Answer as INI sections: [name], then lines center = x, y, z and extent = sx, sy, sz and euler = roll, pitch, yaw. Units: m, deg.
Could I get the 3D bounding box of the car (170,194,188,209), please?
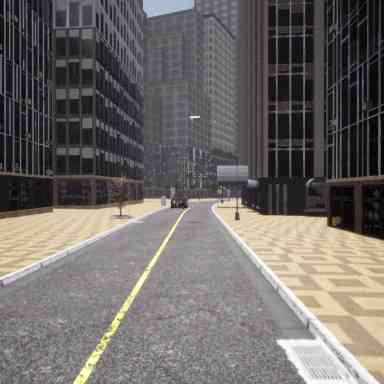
[car]
center = -1.747, 1.294, 47.525
extent = 2.150, 2.045, 5.566
euler = 0, 0, 4
